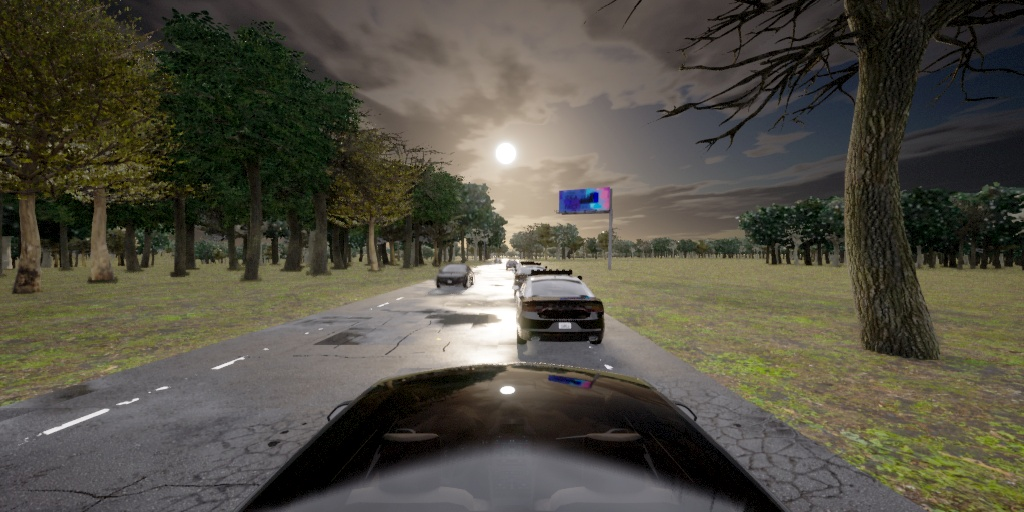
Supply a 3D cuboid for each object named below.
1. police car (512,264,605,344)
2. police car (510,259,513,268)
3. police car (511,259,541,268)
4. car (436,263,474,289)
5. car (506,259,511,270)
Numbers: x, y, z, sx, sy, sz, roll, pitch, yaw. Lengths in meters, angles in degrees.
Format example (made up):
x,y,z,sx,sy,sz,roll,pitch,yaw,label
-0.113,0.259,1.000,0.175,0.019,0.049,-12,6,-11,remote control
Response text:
x,y,z,sx,sy,sz,roll,pitch,yaw,label
1.048,1.173,9.681,1.930,1.638,5.238,0,0,0,police car
1.044,1.169,25.683,1.930,1.638,5.238,0,0,0,police car
1.045,1.170,19.682,1.930,1.638,5.238,0,0,0,police car
-3.605,1.222,23.258,1.882,1.535,5.008,0,0,0,car
0.046,1.348,52.531,1.895,1.301,4.718,0,0,0,car
